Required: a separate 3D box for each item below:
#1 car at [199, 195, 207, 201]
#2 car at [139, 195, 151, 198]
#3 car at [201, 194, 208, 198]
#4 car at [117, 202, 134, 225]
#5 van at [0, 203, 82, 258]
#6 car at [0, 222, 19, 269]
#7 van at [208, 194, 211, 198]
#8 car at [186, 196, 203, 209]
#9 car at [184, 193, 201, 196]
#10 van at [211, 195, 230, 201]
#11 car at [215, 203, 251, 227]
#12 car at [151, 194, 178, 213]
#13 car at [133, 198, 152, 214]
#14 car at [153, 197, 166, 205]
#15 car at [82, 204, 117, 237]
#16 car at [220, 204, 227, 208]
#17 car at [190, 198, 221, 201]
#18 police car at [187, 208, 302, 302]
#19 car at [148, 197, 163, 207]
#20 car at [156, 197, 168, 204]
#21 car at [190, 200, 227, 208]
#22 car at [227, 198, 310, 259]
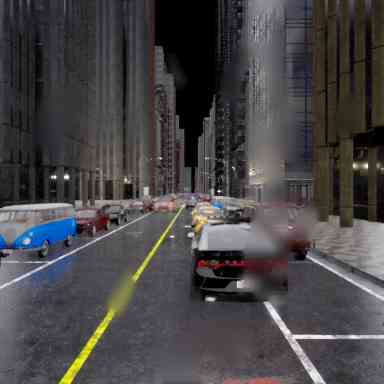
[{"bbox_3d":[2.980,1.581,89.916,2.008,1.369,4.403,0,0,0],"label":"car"},{"bbox_3d":[-5.666,1.320,40.590,2.192,1.841,5.009,0,0,0],"label":"car"},{"bbox_3d":[2.914,1.328,63.063,2.192,1.841,5.009,0,0,0],"label":"car"},{"bbox_3d":[-5.707,1.567,23.735,1.947,1.339,4.313,0,0,0],"label":"car"},{"bbox_3d":[-5.734,1.341,12.499,1.690,1.788,3.998,0,0,0],"label":"van"},{"bbox_3d":[-5.748,1.566,6.880,1.947,1.339,4.313,0,0,0],"label":"car"},{"bbox_3d":[2.846,1.344,34.969,1.690,1.788,3.998,0,0,0],"label":"van"},{"bbox_3d":[0.145,1.570,45.642,1.994,1.385,4.181,0,0,0],"label":"car"},{"bbox_3d":[0.148,1.233,60.969,2.150,2.045,5.566,0,0,0],"label":"car"},{"bbox_3d":[2.832,1.343,29.350,1.690,1.788,3.998,0,0,0],"label":"van"},{"bbox_3d":[2.818,1.552,23.731,2.008,1.369,4.403,0,0,0],"label":"car"},{"bbox_3d":[-2.913,1.355,36.269,2.097,1.767,4.553,0,0,0],"label":"car"},{"bbox_3d":[-5.679,1.585,34.972,1.802,1.307,4.206,0,0,0],"label":"car"},{"bbox_3d":[-5.624,1.592,57.445,1.802,1.307,4.206,0,0,0],"label":"car"},{"bbox_3d":[-5.721,1.545,18.117,1.887,1.381,4.507,0,0,0],"label":"car"},{"bbox_3d":[2.805,1.566,18.113,1.947,1.339,4.313,0,0,0],"label":"car"},{"bbox_3d":[0.911,1.457,24.511,1.801,1.575,5.366,0,0,0],"label":"car"},{"bbox_3d":[0.918,1.425,8.431,1.930,1.638,5.238,0,0,0],"label":"police car"},{"bbox_3d":[-5.638,1.553,51.827,1.887,1.381,4.507,0,0,0],"label":"car"},{"bbox_3d":[-5.610,1.595,63.064,1.802,1.307,4.206,0,0,0],"label":"car"},{"bbox_3d":[0.929,1.457,18.511,1.801,1.575,5.366,0,0,0],"label":"car"},{"bbox_3d":[2.791,1.315,12.493,2.192,1.841,5.009,0,0,0],"label":"car"}]
